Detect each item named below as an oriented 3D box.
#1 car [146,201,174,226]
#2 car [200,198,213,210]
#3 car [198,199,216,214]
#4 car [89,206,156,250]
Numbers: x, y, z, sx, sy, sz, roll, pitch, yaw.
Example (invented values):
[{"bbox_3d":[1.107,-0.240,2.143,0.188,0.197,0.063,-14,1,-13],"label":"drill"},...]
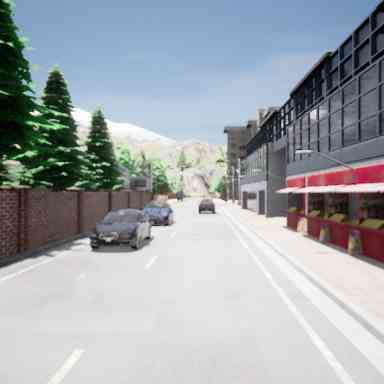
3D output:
[{"bbox_3d":[-2.538,1.459,24.155,2.097,1.767,4.553,0,0,3],"label":"car"},{"bbox_3d":[2.140,1.719,48.229,1.837,1.490,4.892,0,0,2],"label":"car"},{"bbox_3d":[1.697,1.674,38.042,1.837,1.490,4.892,0,0,3],"label":"car"},{"bbox_3d":[-3.014,1.571,14.839,1.837,1.490,4.892,0,0,3],"label":"car"}]
